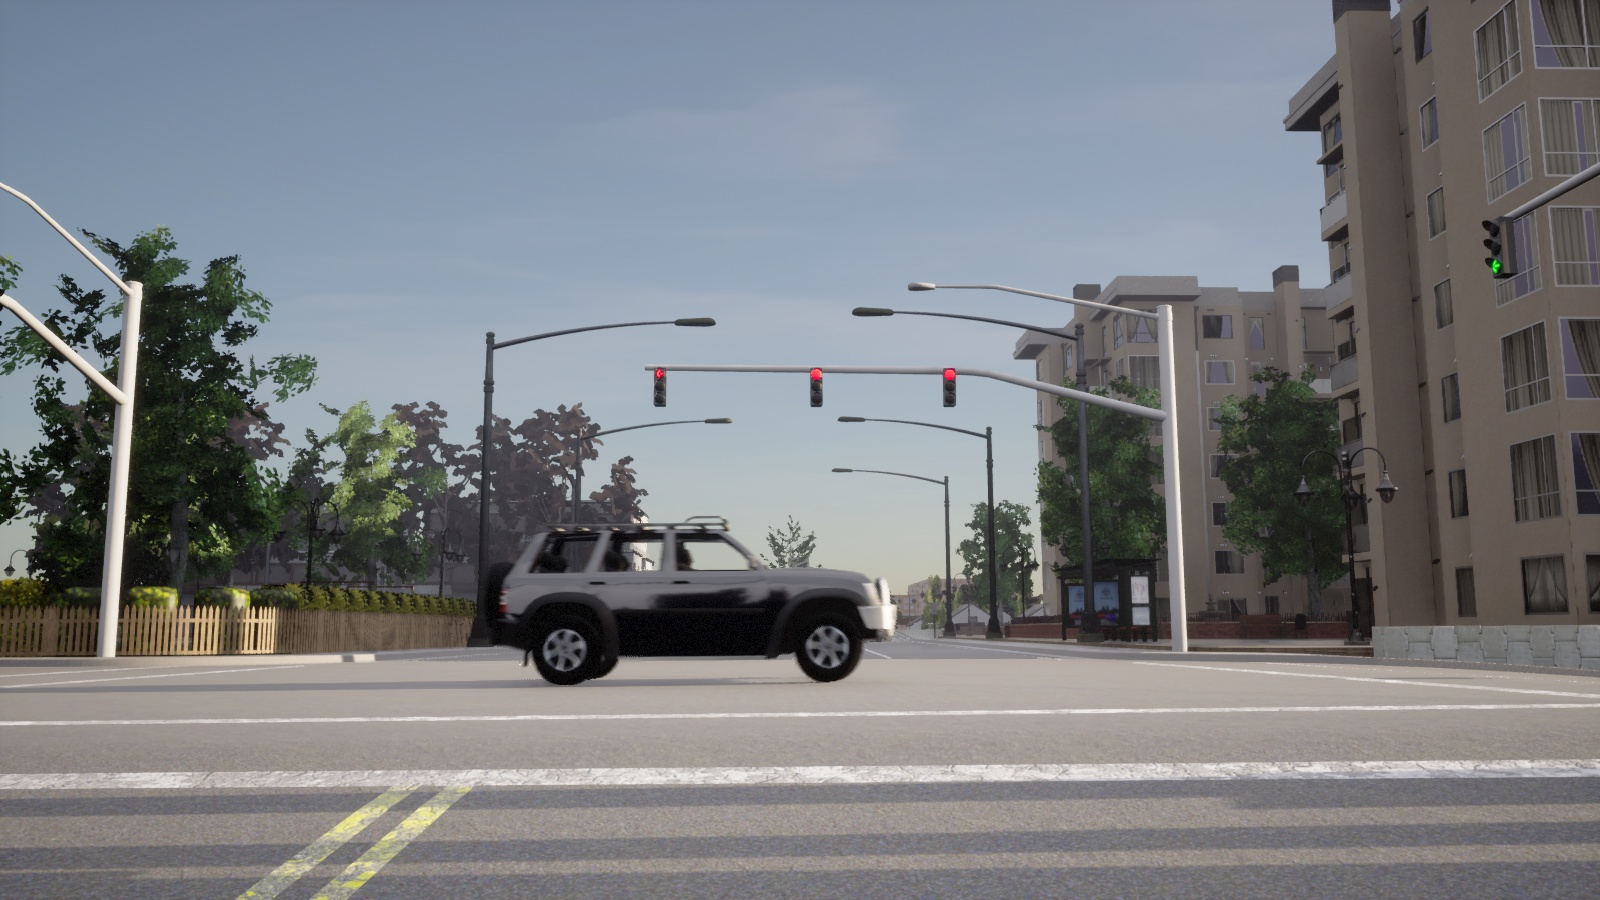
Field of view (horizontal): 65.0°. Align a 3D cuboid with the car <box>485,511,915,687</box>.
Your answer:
[{"bbox_3d":[-1.082,1.736,14.532,4.605,1.855,1.932,-1,-8,0],"label":"car"}]
